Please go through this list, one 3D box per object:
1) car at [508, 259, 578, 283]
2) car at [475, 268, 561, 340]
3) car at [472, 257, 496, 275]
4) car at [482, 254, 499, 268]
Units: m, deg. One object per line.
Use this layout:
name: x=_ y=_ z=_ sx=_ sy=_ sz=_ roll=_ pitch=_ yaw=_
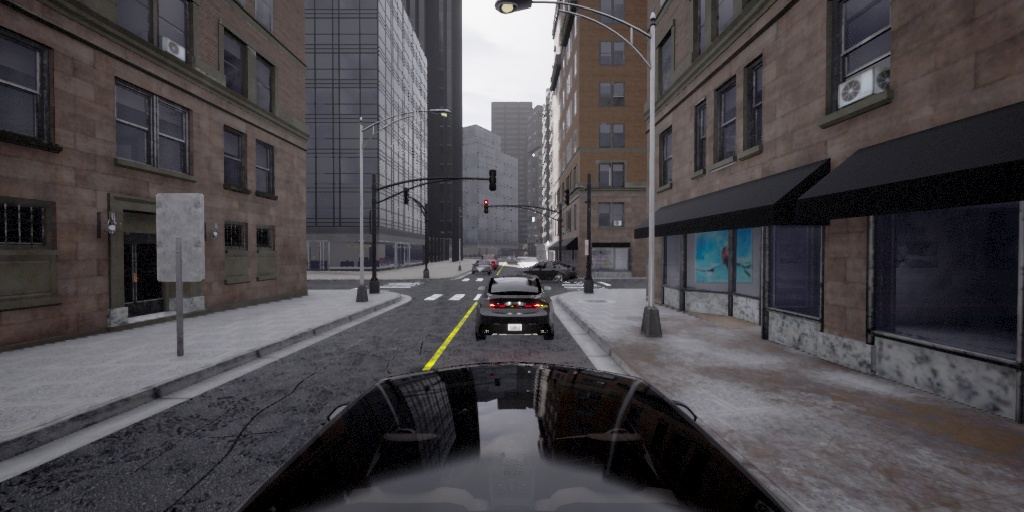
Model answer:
car: x=2.508 y=1.200 z=26.944 sx=4.892 sy=1.490 sz=1.837 roll=-1 pitch=2 yaw=26
car: x=0.073 y=1.252 z=9.961 sx=1.837 sy=1.490 sz=4.892 roll=0 pitch=0 yaw=0
car: x=-3.124 y=1.164 z=37.952 sx=2.128 sy=1.511 sz=4.902 roll=0 pitch=0 yaw=0
car: x=-3.138 y=0.810 z=48.256 sx=2.150 sy=2.045 sz=5.566 roll=0 pitch=1 yaw=0
